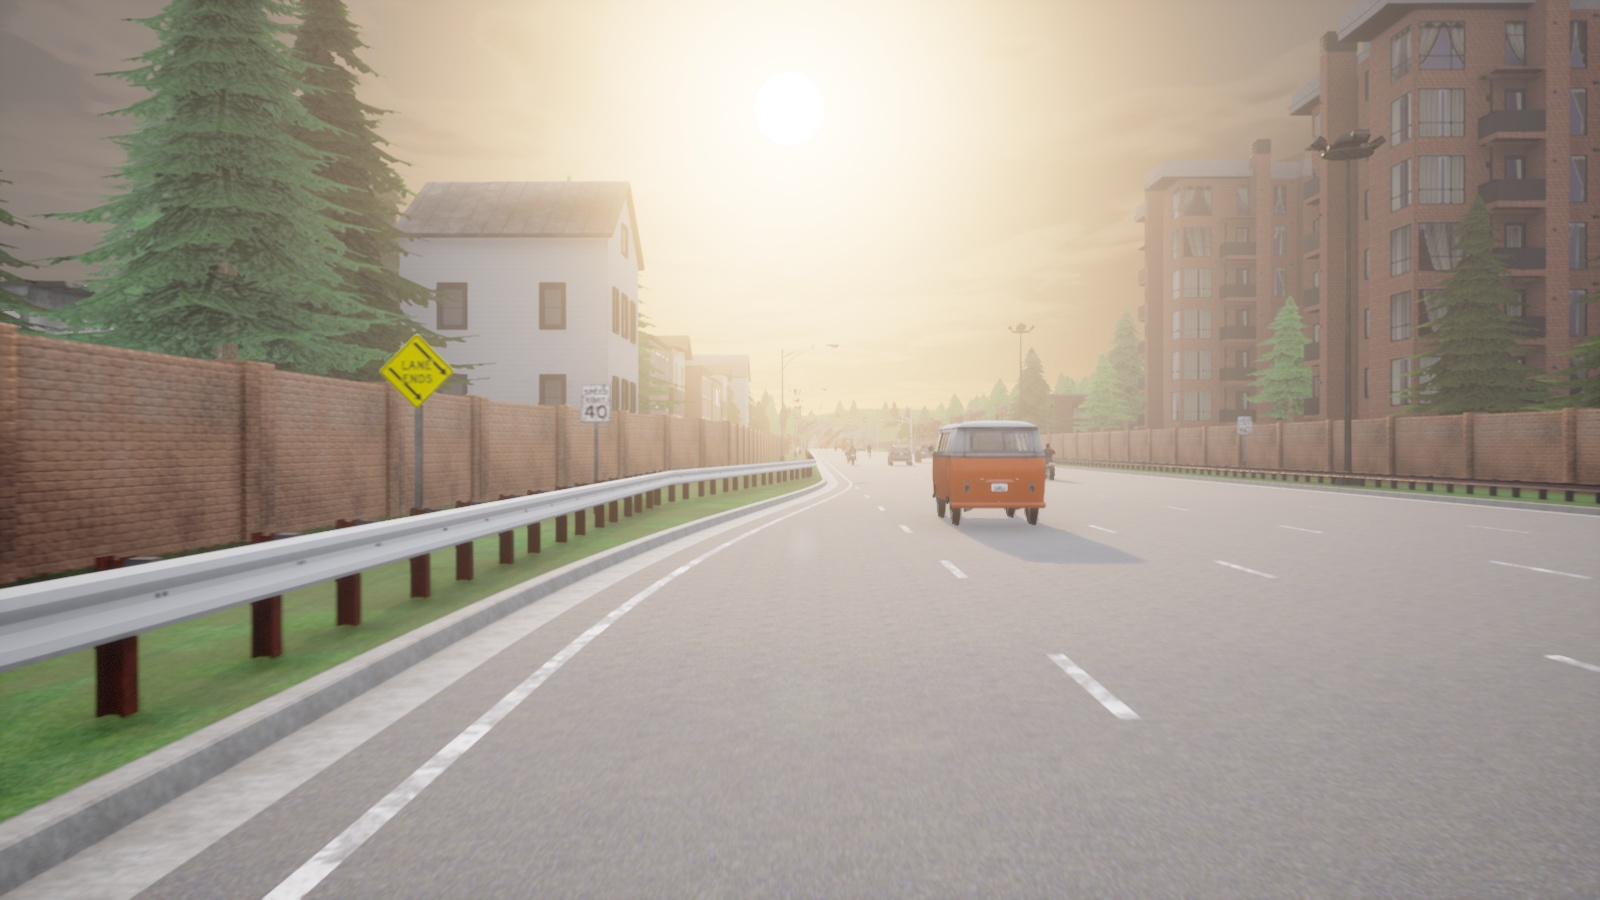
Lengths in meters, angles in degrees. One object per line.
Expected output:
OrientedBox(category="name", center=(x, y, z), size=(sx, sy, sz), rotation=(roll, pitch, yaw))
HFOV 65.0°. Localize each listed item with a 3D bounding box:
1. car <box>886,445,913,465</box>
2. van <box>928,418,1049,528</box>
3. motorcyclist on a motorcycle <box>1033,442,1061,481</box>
OrientedBox(category="car", center=(7.563, 0.371, 95.543), size=(1.789, 1.549, 3.705), rotation=(0, 0, 0))
OrientedBox(category="van", center=(3.659, 0.408, 25.061), size=(1.775, 1.987, 4.442), rotation=(0, 0, 0))
OrientedBox(category="motorcyclist on a motorcycle", center=(10.831, 0.498, 55.073), size=(0.766, 1.649, 2.350), rotation=(0, 0, 0))
